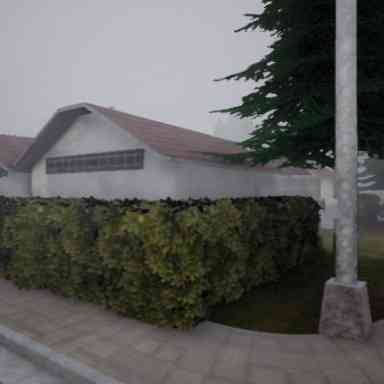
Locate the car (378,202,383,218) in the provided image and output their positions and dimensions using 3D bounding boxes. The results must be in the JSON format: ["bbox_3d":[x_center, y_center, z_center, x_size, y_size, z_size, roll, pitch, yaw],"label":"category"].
[{"bbox_3d":[17.446,1.340,26.619,2.097,1.767,4.553,0,0,-34],"label":"car"}]
